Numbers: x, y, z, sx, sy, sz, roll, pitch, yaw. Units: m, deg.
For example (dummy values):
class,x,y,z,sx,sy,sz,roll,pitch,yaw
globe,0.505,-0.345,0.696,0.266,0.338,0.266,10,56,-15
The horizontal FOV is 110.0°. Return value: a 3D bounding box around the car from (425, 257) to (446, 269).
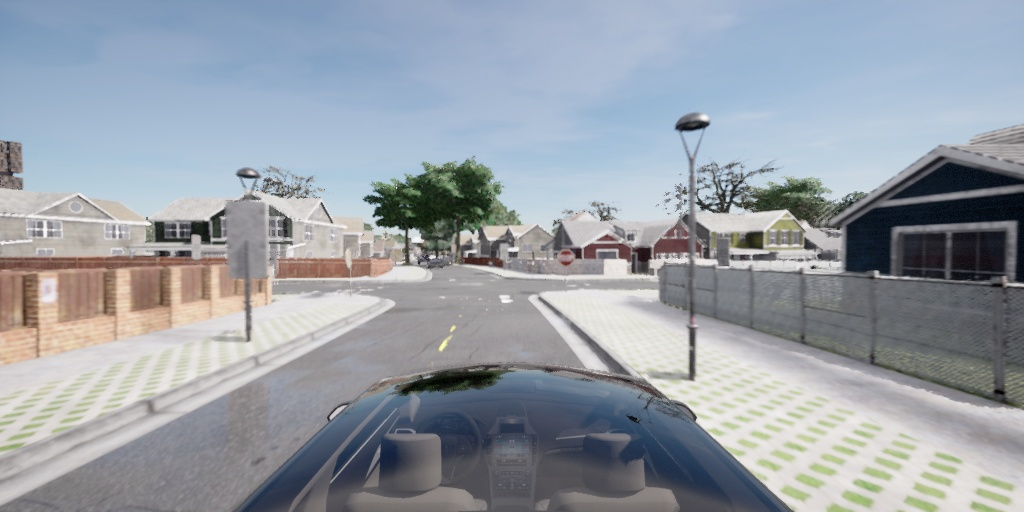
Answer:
class,x,y,z,sx,sy,sz,roll,pitch,yaw
car,-11.388,1.213,53.237,1.994,1.385,4.181,-1,0,-18
